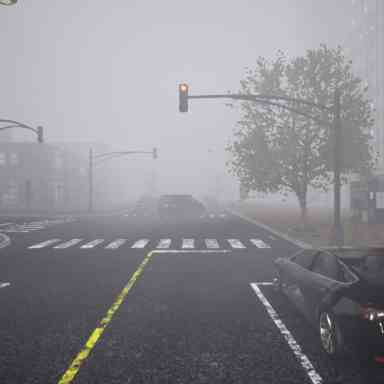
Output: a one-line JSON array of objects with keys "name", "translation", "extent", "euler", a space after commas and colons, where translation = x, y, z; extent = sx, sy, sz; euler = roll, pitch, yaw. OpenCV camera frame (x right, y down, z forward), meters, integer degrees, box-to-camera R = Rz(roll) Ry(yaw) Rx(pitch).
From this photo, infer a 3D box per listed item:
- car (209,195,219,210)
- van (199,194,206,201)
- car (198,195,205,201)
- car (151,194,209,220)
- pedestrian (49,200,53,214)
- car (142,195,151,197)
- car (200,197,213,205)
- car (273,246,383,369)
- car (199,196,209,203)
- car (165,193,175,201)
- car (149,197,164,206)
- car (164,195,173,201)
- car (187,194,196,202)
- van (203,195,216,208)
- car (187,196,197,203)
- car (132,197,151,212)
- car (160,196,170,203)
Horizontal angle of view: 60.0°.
[{"name": "car", "translation": [2.631, 1.528, 43.943], "extent": [1.752, 1.417, 4.829], "euler": [0, 0, 0]}, {"name": "van", "translation": [2.576, 1.349, 82.631], "extent": [1.690, 1.788, 3.998], "euler": [0, 0, 0]}, {"name": "car", "translation": [2.567, 1.534, 88.352], "extent": [1.752, 1.417, 4.829], "euler": [0, 0, 0]}, {"name": "car", "translation": [-0.907, 1.223, 28.639], "extent": [2.150, 2.045, 5.566], "euler": [1, 1, 26]}, {"name": "pedestrian", "translation": [-12.792, 1.319, 30.201], "extent": [0.375, 1.300, 0.375], "euler": [0, -1, -1]}, {"name": "car", "translation": [-5.748, 1.318, 43.759], "extent": [2.192, 1.841, 5.009], "euler": [0, 0, 0]}, {"name": "car", "translation": [2.607, 1.556, 60.427], "extent": [2.008, 1.369, 4.403], "euler": [0, 0, 0]}, {"name": "car", "translation": [2.687, 1.566, 5.744], "extent": [1.947, 1.339, 4.313], "euler": [0, 0, 0]}, {"name": "car", "translation": [2.591, 1.572, 71.529], "extent": [1.947, 1.339, 4.313], "euler": [0, 0, 0]}, {"name": "car", "translation": [-5.813, 1.324, 88.167], "extent": [2.192, 1.841, 5.009], "euler": [0, 0, 0]}, {"name": "car", "translation": [-5.765, 1.555, 54.861], "extent": [2.008, 1.369, 4.403], "euler": [0, 0, 0]}, {"name": "car", "translation": [-5.806, 1.559, 82.616], "extent": [2.008, 1.369, 4.403], "euler": [0, 0, 0]}, {"name": "car", "translation": [-0.113, 1.363, 79.430], "extent": [2.097, 1.767, 4.553], "euler": [0, 0, 0]}, {"name": "van", "translation": [2.624, 1.345, 49.325], "extent": [1.690, 1.788, 3.998], "euler": [0, 0, 0]}, {"name": "car", "translation": [-0.008, 1.570, 69.511], "extent": [1.994, 1.385, 4.181], "euler": [0, 0, 0]}, {"name": "car", "translation": [-5.741, 1.584, 38.208], "extent": [1.802, 1.307, 4.206], "euler": [0, 0, 0]}, {"name": "car", "translation": [-5.789, 1.532, 71.344], "extent": [1.752, 1.417, 4.829], "euler": [0, 0, 0]}]
